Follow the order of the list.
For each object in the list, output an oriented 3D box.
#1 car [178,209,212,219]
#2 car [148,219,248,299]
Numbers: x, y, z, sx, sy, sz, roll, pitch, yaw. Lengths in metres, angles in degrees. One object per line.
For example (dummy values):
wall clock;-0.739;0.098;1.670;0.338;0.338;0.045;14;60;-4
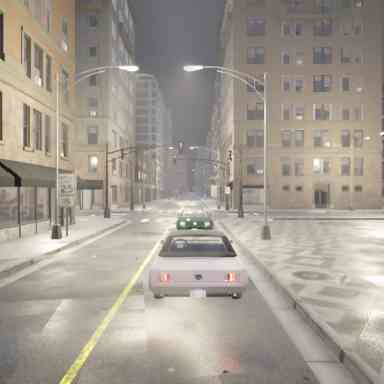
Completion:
car;0.146;1.600;18.625;1.895;1.301;4.718;0;0;0
car;0.121;1.601;8.390;1.895;1.301;4.718;0;0;0
